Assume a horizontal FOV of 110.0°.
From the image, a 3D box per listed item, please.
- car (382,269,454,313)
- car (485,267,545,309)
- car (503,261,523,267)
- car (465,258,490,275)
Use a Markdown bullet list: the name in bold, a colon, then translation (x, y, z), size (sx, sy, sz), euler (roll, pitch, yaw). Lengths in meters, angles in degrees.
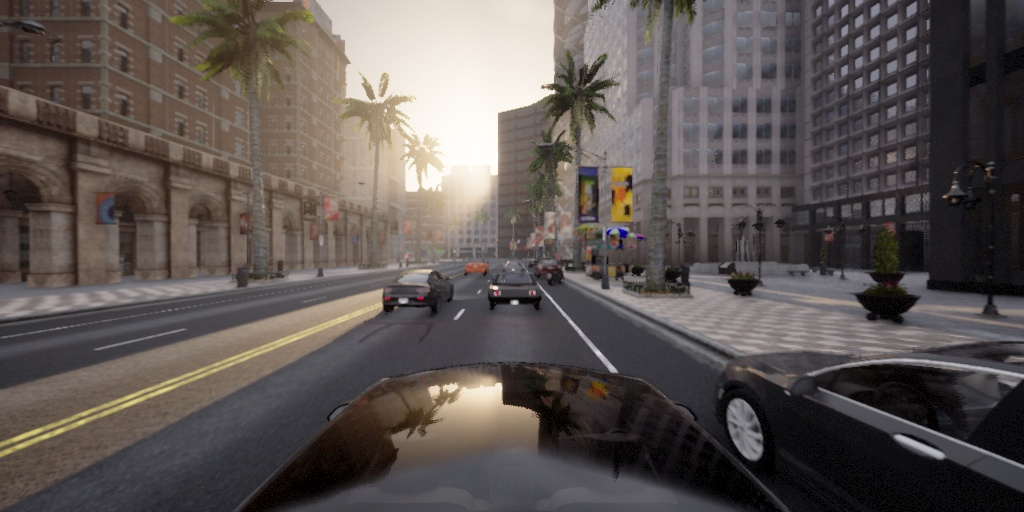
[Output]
- **car**: translation (-3.402, 1.219, 13.528), size (1.812, 1.442, 4.674), euler (0, 0, 0)
- **car**: translation (0.098, 1.290, 14.488), size (1.895, 1.301, 4.718), euler (0, 0, 0)
- **car**: translation (0.109, 1.162, 33.439), size (1.994, 1.385, 4.181), euler (0, 0, 0)
- **car**: translation (-3.381, 0.940, 35.466), size (2.097, 1.767, 4.553), euler (0, 0, 0)
